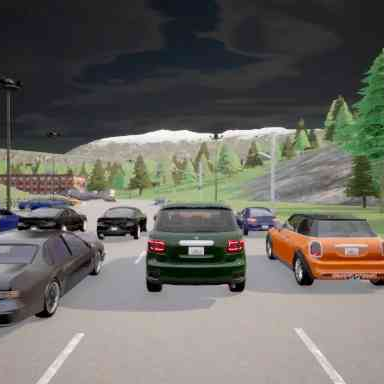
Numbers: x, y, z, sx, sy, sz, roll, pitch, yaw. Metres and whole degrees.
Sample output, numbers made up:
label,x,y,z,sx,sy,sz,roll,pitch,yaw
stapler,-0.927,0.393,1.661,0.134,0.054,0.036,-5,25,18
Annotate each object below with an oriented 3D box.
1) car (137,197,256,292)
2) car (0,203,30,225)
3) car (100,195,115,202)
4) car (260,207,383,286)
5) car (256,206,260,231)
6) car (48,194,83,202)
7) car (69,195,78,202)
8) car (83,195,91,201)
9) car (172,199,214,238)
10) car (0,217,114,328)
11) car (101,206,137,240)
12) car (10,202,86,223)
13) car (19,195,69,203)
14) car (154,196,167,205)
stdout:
label,x,y,z,sx,sy,sz,roll,pitch,yaw
car,0.080,1.221,9.057,2.150,2.045,5.566,0,0,0
car,-10.457,1.526,17.369,1.812,1.442,4.674,0,0,-1
car,-18.951,1.553,75.868,1.994,1.385,4.181,0,0,-27
car,3.578,1.352,9.590,2.097,1.767,4.553,0,0,0
car,3.523,1.526,18.445,1.812,1.442,4.674,0,0,-1
car,-19.437,1.477,49.923,5.008,1.535,1.882,0,1,-25
car,-18.751,1.506,46.036,4.892,1.490,1.837,0,1,-19
car,-28.047,1.525,83.078,2.128,1.511,4.902,0,0,-44
car,0.017,1.352,18.621,2.097,1.767,4.553,0,0,-1
car,-3.415,1.547,7.331,2.033,1.411,5.357,0,0,-1
car,-3.456,1.478,17.158,1.882,1.535,5.008,0,0,0
car,-6.963,1.478,17.167,1.882,1.535,5.008,0,0,1
car,-17.377,1.477,38.806,5.008,1.535,1.882,0,1,-13
car,-5.742,1.547,59.703,2.033,1.411,5.357,0,0,-9
